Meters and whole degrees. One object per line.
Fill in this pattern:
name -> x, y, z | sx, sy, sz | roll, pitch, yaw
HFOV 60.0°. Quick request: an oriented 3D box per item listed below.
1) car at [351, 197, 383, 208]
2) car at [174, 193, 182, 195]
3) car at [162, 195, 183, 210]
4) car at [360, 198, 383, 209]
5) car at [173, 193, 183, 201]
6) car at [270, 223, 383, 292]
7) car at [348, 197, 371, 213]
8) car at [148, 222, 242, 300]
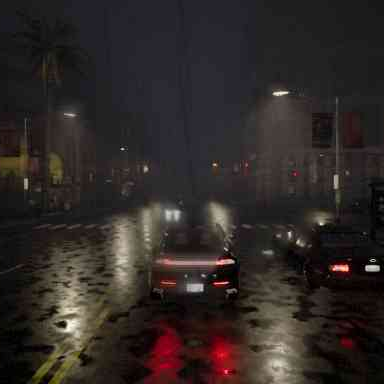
car -> 26.061, 1.477, 48.209 | 5.008, 1.535, 1.882 | 0, 0, 0
car -> -3.465, 1.540, 71.858 | 2.033, 1.411, 5.357 | 0, 0, 0
car -> -2.782, 1.491, 43.475 | 2.128, 1.511, 4.902 | 0, 0, -12
car -> 25.441, 1.505, 44.699 | 4.892, 1.490, 1.837 | 0, 0, 0
car -> -3.459, 1.225, 82.354 | 2.150, 2.045, 5.566 | 0, 0, 0
car -> 3.567, 1.547, 9.047 | 2.033, 1.411, 5.357 | 0, 0, 0
car -> 19.727, 1.352, 36.518 | 4.553, 1.767, 2.097 | 0, 0, 0
car -> 0.063, 1.492, 8.347 | 2.128, 1.511, 4.902 | 0, 0, 0
